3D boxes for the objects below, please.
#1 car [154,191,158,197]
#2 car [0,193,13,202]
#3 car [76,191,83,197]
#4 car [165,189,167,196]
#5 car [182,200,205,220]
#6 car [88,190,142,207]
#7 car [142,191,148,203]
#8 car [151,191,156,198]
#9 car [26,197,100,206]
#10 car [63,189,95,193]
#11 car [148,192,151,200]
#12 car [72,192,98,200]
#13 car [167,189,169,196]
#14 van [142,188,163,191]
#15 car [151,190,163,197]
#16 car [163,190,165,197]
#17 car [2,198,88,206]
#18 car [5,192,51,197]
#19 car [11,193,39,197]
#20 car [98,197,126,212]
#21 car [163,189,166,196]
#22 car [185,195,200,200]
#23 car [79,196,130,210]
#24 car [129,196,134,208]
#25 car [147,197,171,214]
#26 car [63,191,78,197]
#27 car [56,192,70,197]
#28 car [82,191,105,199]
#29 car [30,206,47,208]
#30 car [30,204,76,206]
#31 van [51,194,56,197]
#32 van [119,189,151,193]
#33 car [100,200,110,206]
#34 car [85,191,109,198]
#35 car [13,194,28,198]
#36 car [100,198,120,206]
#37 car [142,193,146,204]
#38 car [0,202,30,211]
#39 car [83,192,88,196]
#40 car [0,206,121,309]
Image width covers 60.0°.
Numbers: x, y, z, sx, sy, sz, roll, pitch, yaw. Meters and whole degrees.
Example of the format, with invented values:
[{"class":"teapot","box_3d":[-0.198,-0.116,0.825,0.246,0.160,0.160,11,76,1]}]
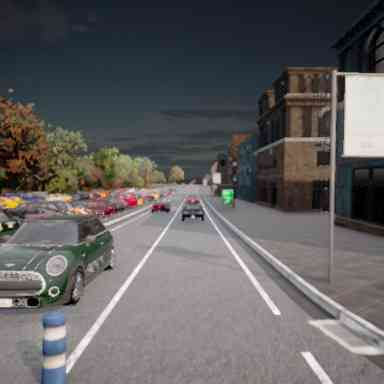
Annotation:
[{"class":"car","box_3d":[-9.436,1.045,61.515,5.008,1.535,2.097,0,1,1]},{"class":"car","box_3d":[-22.775,1.301,36.417,4.553,1.767,2.185,0,1,1]},{"class":"car","box_3d":[-22.552,1.023,58.818,4.892,1.521,2.231,0,1,0]},{"class":"car","box_3d":[-9.212,0.487,83.774,4.553,1.767,2.185,0,1,1]},{"class":"car","box_3d":[0.093,1.688,29.069,1.895,1.301,4.718,0,0,0]},{"class":"car","box_3d":[-9.641,1.151,42.032,5.566,2.045,2.435,0,1,1]},{"class":"car","box_3d":[-9.509,1.128,50.257,4.553,1.767,2.185,0,1,0]},{"class":"car","box_3d":[-9.472,1.096,58.733,5.008,1.535,2.097,0,1,1]},{"class":"car","box_3d":[-9.793,1.478,25.316,4.553,1.767,2.185,0,0,1]},{"class":"car","box_3d":[-22.467,0.667,64.382,5.566,2.045,2.435,0,1,1]},{"class":"car","box_3d":[-9.522,1.201,53.167,4.892,1.521,2.231,0,1,1]},{"class":"car","box_3d":[-22.450,0.851,69.956,4.674,1.452,2.002,0,1,1]},{"class":"car","box_3d":[-9.226,0.557,86.561,4.892,1.521,2.231,0,1,1]},{"class":"van","box_3d":[-9.225,0.608,72.578,4.442,1.987,1.878,0,1,0]},{"class":"car","box_3d":[-9.207,0.937,67.080,5.366,1.575,1.946,0,1,1]},{"class":"car","box_3d":[-9.289,0.808,75.430,4.792,1.488,2.163,0,1,1]},{"class":"car","box_3d":[-9.817,1.483,22.536,4.553,1.767,2.185,0,0,1]},{"class":"car","box_3d":[-22.639,1.027,44.891,5.566,2.045,2.435,0,1,1]},{"class":"car","box_3d":[-22.879,1.324,42.113,5.366,1.575,1.946,0,1,1]},{"class":"car","box_3d":[-9.683,1.537,33.682,5.008,1.535,2.097,0,1,1]},{"class":"car","box_3d":[-9.272,0.708,80.996,4.674,1.452,2.002,0,1,1]},{"class":"car","box_3d":[0.118,1.192,47.204,2.097,1.767,4.553,0,1,0]},{"class":"car","box_3d":[-9.635,1.529,36.469,4.792,1.488,2.163,0,1,1]},{"class":"car","box_3d":[-9.637,1.493,39.254,4.674,1.452,2.002,0,1,1]},{"class":"car","box_3d":[-3.338,1.601,36.179,1.895,1.301,4.718,0,1,0]},{"class":"car","box_3d":[-22.576,1.074,56.033,5.008,1.535,2.097,0,1,1]},{"class":"car","box_3d":[-22.598,1.166,53.249,4.674,1.452,2.002,0,1,1]},{"class":"car","box_3d":[-22.365,0.578,75.520,4.553,1.767,2.185,0,1,1]},{"class":"car","box_3d":[-9.806,1.622,16.961,4.792,1.488,2.163,0,0,0]},{"class":"car","box_3d":[-9.840,1.634,19.749,4.792,1.488,2.163,0,0,0]},{"class":"van","box_3d":[-22.527,1.002,47.675,4.442,1.987,1.878,0,1,0]},{"class":"van","box_3d":[-9.606,0.922,55.947,4.442,1.987,1.878,0,1,1]},{"class":"car","box_3d":[-9.740,1.630,28.104,4.674,1.452,2.002,0,1,1]},{"class":"car","box_3d":[-22.377,0.648,78.307,5.008,1.535,2.097,0,1,1]},{"class":"car","box_3d":[-22.714,1.381,39.203,5.008,1.535,2.097,0,1,1]},{"class":"car","box_3d":[-9.707,1.567,30.893,5.008,1.535,2.097,0,1,0]},{"class":"car","box_3d":[-9.750,1.297,47.603,5.366,1.575,1.946,0,1,1]},{"class":"car","box_3d":[-9.828,1.446,14.174,4.553,1.767,2.185,0,0,0]},{"class":"car","box_3d":[-22.550,1.000,61.601,4.792,1.488,2.163,0,1,1]},{"class":"car","box_3d":[-3.348,1.395,8.169,2.097,1.767,4.553,0,0,0]}]
